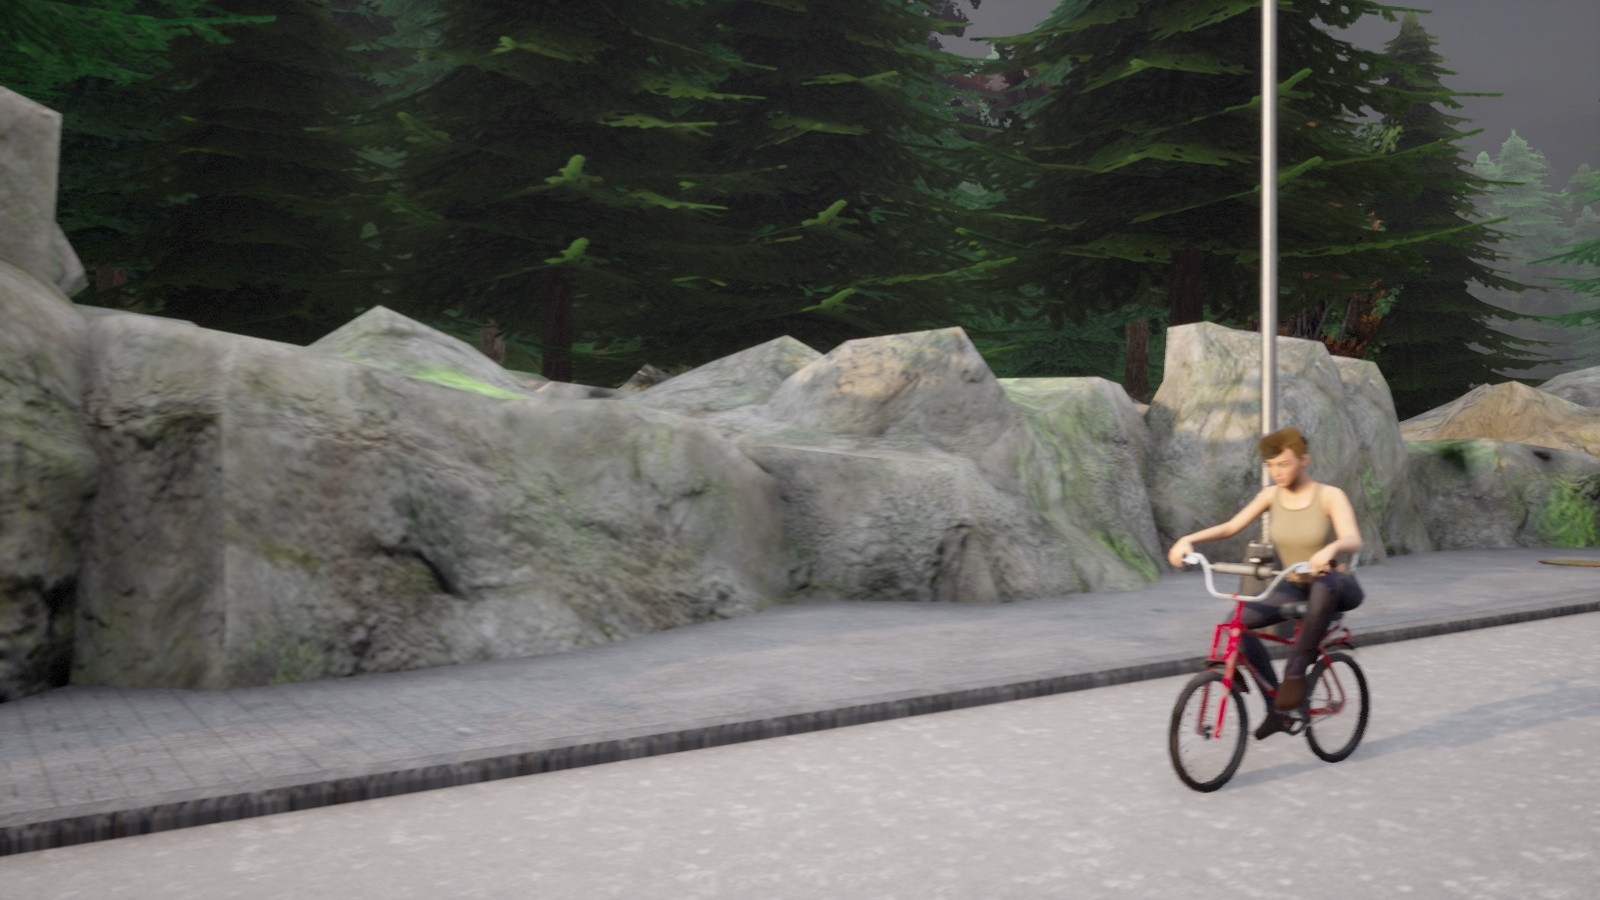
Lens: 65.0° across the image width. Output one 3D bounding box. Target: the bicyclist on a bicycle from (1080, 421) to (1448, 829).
[{"bbox_3d":[2.133,0.691,5.748,1.509,1.612,0.866,0,0,-35],"label":"bicyclist on a bicycle"}]
